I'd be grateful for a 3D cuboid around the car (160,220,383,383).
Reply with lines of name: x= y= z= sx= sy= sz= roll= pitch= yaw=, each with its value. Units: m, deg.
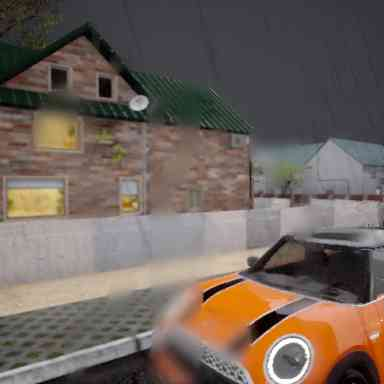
car: x=1.837 y=1.328 z=4.371 sx=4.553 sy=1.767 sz=2.097 roll=0 pitch=0 yaw=-35
